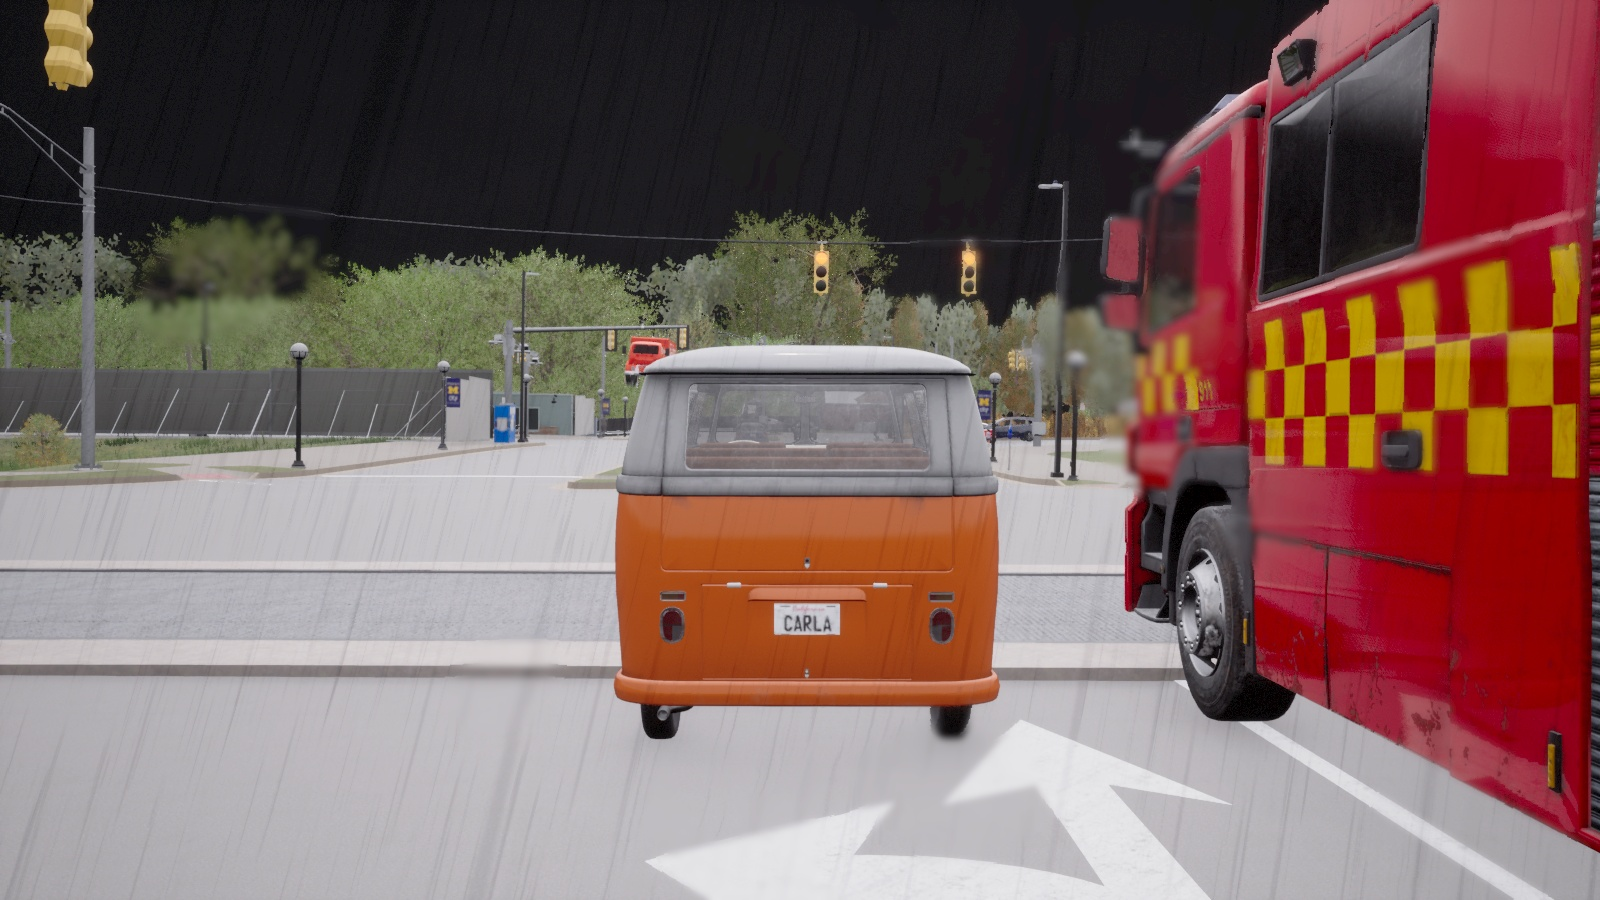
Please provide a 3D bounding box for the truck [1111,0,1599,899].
[{"bbox_3d":[3.567,-0.440,4.371,2.891,3.827,8.468,0,0,0],"label":"truck"}]

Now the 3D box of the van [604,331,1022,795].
[{"bbox_3d":[0.055,0.406,7.595,1.775,1.987,4.442,0,2,0],"label":"van"}]

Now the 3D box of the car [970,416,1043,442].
[{"bbox_3d":[14.024,-1.456,85.496,4.611,1.667,2.242,-1,2,0],"label":"car"}]

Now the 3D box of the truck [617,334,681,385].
[{"bbox_3d":[-8.160,-4.874,68.443,2.627,2.467,5.204,3,2,1],"label":"truck"}]
